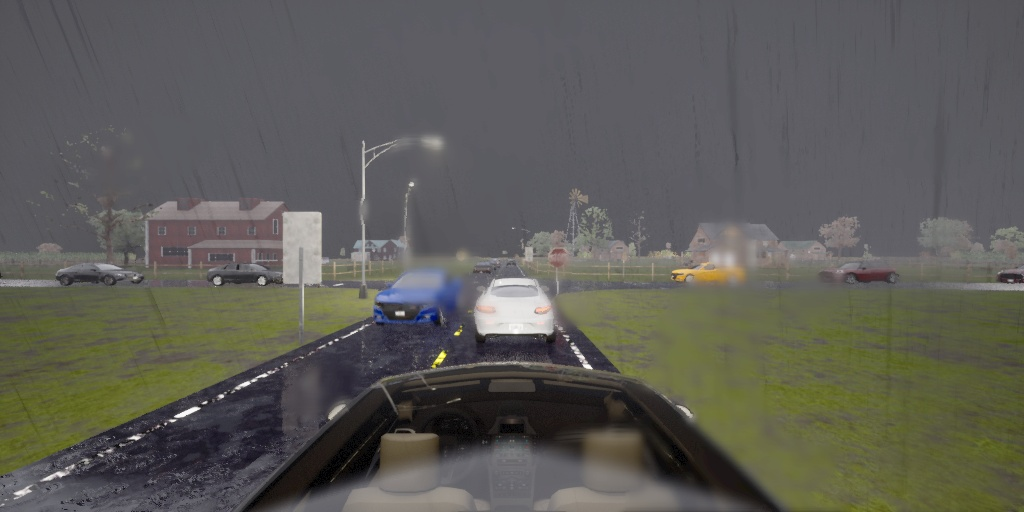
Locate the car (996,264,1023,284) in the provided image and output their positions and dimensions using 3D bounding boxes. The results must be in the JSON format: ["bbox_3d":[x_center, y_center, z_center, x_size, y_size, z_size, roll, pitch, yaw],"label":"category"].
[{"bbox_3d":[39.300,1.252,26.654,4.553,1.767,2.097,0,0,1],"label":"car"}]

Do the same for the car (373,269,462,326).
[{"bbox_3d":[-2.872,1.226,11.829,1.882,1.535,5.008,0,0,1],"label":"car"}]

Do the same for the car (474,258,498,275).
[{"bbox_3d":[-3.015,1.288,39.635,2.033,1.411,5.357,0,0,1],"label":"car"}]

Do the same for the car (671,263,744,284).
[{"bbox_3d":[14.515,1.273,26.775,5.008,1.535,1.882,0,0,0],"label":"car"}]

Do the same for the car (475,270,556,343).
[{"bbox_3d":[0.073,1.275,9.582,1.812,1.442,4.674,0,0,0],"label":"car"}]

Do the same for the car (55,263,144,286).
[{"bbox_3d":[-27.534,1.196,23.992,4.674,1.442,1.812,0,0,0],"label":"car"}]

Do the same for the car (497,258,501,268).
[{"bbox_3d":[-3.012,1.283,49.718,2.033,1.411,5.357,0,0,0],"label":"car"}]

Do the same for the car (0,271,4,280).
[{"bbox_3d":[-37.521,1.246,24.038,4.718,1.301,1.895,0,0,0],"label":"car"}]

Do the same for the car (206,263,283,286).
[{"bbox_3d":[-17.523,1.203,23.949,4.892,1.490,1.837,0,0,0],"label":"car"}]

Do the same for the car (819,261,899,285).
[{"bbox_3d":[25.721,1.192,26.731,4.553,1.767,2.097,0,0,0],"label":"car"}]
